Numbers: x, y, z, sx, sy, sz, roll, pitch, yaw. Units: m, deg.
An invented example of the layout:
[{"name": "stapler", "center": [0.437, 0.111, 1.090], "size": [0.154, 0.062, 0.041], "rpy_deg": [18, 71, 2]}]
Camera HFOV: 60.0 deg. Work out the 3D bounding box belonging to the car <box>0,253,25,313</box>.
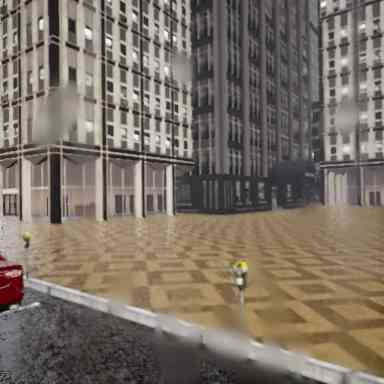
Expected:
[{"name": "car", "center": [-5.033, 1.526, 6.442], "size": [4.507, 1.381, 1.887], "rpy_deg": [0, -1, 36]}]
